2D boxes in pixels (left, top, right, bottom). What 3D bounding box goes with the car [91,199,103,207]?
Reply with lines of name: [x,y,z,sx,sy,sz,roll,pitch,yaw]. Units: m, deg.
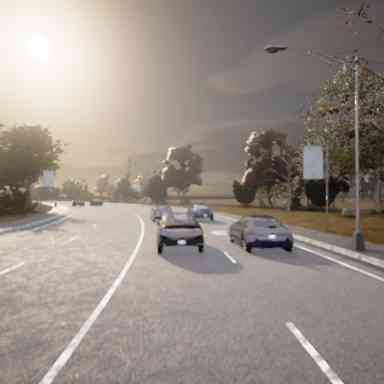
car: [-19.090,2.080,66.657,1.882,1.535,5.008,0,-1,-25]

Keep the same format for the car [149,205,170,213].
car: [-2.666,1.821,29.191,2.033,1.411,5.357,0,-1,-11]

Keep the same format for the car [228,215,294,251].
car: [2.898,1.704,14.764,1.994,1.385,4.181,0,-1,-5]

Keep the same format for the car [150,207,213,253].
car: [-0.590,1.629,14.471,2.128,1.511,4.902,0,0,-5]

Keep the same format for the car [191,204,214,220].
car: [0.698,1.812,30.221,1.812,1.442,4.674,0,0,-11]

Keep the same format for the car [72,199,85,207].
car: [-22.171,2.139,65.040,1.994,1.385,4.181,0,-1,-27]
